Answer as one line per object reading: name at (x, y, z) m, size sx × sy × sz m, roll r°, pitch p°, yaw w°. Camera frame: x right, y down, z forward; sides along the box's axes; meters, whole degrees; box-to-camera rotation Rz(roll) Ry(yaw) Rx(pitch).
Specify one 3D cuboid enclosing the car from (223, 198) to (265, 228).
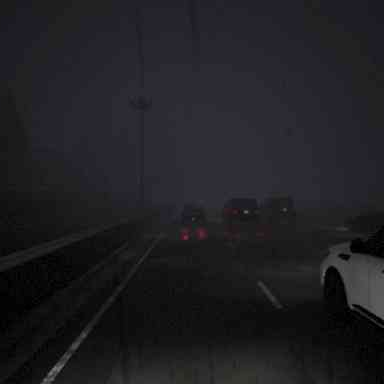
car at (3.592, 1.471, 24.805) m, size 2.150 × 2.045 × 5.566 m, roll 0°, pitch -1°, yaw 0°

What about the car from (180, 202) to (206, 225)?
car at (0.103, 1.758, 26.321) m, size 2.128 × 1.511 × 4.902 m, roll 0°, pitch 0°, yaw 0°

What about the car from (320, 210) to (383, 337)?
car at (3.601, 1.265, 4.223) m, size 2.150 × 2.045 × 5.566 m, roll 0°, pitch -1°, yaw 0°

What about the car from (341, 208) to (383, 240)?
car at (10.602, 1.737, 18.776) m, size 2.033 × 1.411 × 5.357 m, roll 0°, pitch -1°, yaw 0°

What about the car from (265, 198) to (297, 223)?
car at (7.103, 1.505, 28.137) m, size 2.150 × 2.045 × 5.566 m, roll 0°, pitch -1°, yaw 0°

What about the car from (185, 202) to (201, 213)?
car at (0.078, 2.001, 43.527) m, size 1.994 × 1.385 × 4.181 m, roll 0°, pitch -1°, yaw 0°
